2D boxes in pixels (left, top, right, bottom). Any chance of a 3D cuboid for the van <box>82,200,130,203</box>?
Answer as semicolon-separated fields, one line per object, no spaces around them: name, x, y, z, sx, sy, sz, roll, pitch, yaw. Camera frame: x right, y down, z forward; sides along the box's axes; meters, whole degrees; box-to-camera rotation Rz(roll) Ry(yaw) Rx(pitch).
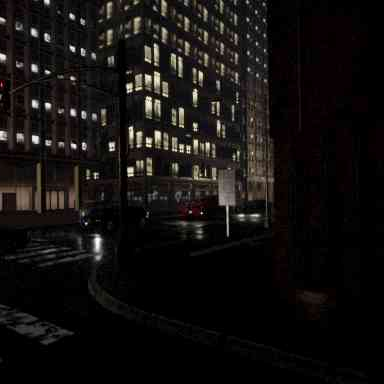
van;-6.059;1.460;23.514;1.690;1.788;3.998;-2;-1;36

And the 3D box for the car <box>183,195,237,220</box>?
car;1.494;1.308;29.614;2.150;2.045;5.566;-1;-1;36

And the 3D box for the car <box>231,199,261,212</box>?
car;6.771;1.689;41.427;1.752;1.417;4.829;-2;-1;36

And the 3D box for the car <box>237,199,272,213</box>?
car;7.460;1.585;37.921;1.882;1.535;5.008;-1;-1;36

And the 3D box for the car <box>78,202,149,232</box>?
car;-4.712;1.571;20.981;1.837;1.490;4.892;-1;-1;33

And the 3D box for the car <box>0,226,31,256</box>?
car;-8.254;1.601;11.571;4.718;1.301;1.895;0;0;-33
